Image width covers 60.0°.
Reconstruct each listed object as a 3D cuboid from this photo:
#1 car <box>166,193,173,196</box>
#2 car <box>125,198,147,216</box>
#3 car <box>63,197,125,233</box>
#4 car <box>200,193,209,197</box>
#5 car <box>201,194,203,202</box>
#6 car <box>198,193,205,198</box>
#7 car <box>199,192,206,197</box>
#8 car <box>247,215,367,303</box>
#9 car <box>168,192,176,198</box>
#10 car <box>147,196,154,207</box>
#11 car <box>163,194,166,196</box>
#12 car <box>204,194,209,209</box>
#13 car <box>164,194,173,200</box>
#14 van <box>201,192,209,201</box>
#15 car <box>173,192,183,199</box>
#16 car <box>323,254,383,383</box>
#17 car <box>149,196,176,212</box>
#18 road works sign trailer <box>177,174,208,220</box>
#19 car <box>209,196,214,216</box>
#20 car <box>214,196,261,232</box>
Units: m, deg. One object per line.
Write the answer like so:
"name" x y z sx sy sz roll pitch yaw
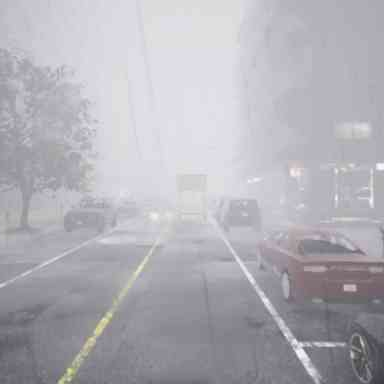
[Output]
"car" -5.664 1.080 70.221 1.967 1.590 4.097 1 0 0
"car" -5.674 1.400 30.623 1.887 1.381 4.507 1 0 0
"car" -5.673 1.225 19.308 2.192 1.841 5.009 1 0 0
"car" 2.711 1.286 53.214 2.008 1.369 4.403 1 0 0
"car" 2.710 1.333 47.557 1.947 1.339 4.313 1 0 0
"car" 2.719 1.089 92.810 1.802 1.307 4.206 1 0 0
"car" 2.713 1.238 64.527 1.947 1.339 4.313 1 0 0
"car" 2.725 1.508 7.962 1.887 1.381 4.507 1 0 0
"car" -5.659 0.947 92.847 1.967 1.590 4.097 1 0 0
"car" -5.672 1.379 41.936 1.802 1.307 4.206 1 0 0
"car" -5.670 1.302 53.250 1.947 1.339 4.313 1 0 0
"car" 2.709 1.321 42.071 1.752 1.417 4.829 1 0 0
"car" -5.664 1.157 81.535 1.802 1.307 4.206 1 0 0
"van" 2.717 0.981 70.183 1.690 1.788 3.998 1 0 0
"car" -2.984 0.813 76.437 1.812 1.442 4.674 0 0 0
"car" 2.767 1.555 2.306 1.947 1.339 4.313 1 0 0
"car" -3.090 1.430 35.705 1.895 1.301 4.718 0 0 0
"road works sign trailer" 0.006 0.339 26.490 2.380 3.560 2.880 0 0 0
"car" 2.708 1.197 24.930 2.192 1.841 5.009 1 0 0
"car" 2.707 1.224 19.273 2.192 1.841 5.009 1 0 0
